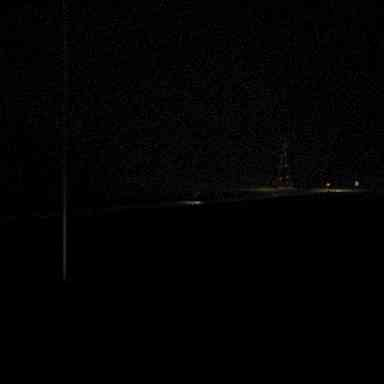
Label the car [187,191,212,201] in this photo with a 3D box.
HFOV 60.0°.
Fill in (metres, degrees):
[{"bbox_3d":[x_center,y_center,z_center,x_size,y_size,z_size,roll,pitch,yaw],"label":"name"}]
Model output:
[{"bbox_3d":[1.145,0.563,47.857,1.812,1.442,4.674,0,1,36],"label":"car"}]
